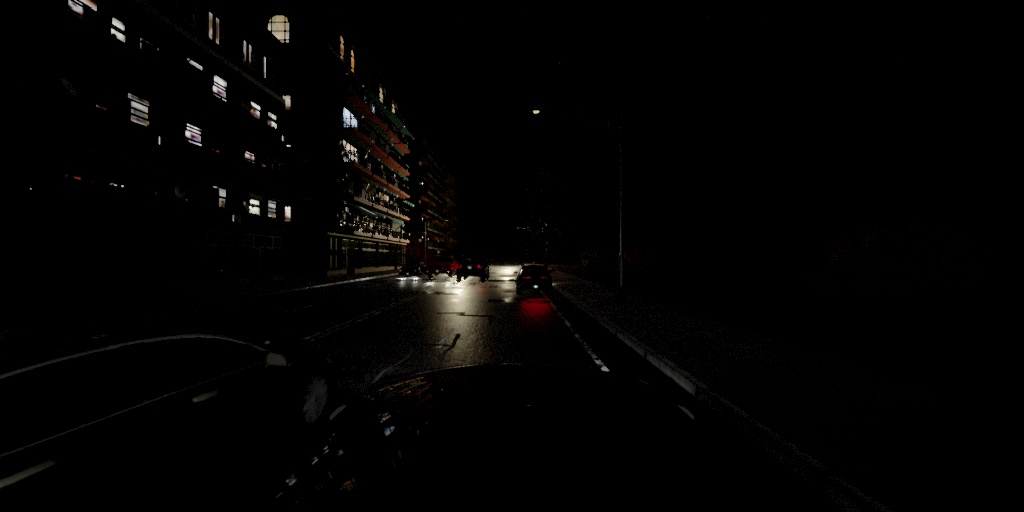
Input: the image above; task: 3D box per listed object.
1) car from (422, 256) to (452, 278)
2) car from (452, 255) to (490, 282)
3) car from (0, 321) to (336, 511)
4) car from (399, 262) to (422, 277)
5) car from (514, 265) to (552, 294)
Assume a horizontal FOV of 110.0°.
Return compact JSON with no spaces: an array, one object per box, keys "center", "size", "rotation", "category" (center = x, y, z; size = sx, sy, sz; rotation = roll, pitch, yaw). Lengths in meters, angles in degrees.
[{"center":[-6.525,0.983,34.119],"size":[2.150,2.045,5.566],"rotation":[0,0,0],"category":"car"},{"center":[-3.079,0.975,28.927],"size":[2.150,2.045,5.566],"rotation":[0,-1,0],"category":"car"},{"center":[-3.151,1.254,2.630],"size":[1.837,1.490,4.892],"rotation":[0,0,0],"category":"car"},{"center":[-9.770,1.309,36.185],"size":[2.033,1.411,5.357],"rotation":[0,0,0],"category":"car"},{"center":[1.180,1.263,20.204],"size":[1.837,1.490,4.892],"rotation":[0,0,0],"category":"car"}]
